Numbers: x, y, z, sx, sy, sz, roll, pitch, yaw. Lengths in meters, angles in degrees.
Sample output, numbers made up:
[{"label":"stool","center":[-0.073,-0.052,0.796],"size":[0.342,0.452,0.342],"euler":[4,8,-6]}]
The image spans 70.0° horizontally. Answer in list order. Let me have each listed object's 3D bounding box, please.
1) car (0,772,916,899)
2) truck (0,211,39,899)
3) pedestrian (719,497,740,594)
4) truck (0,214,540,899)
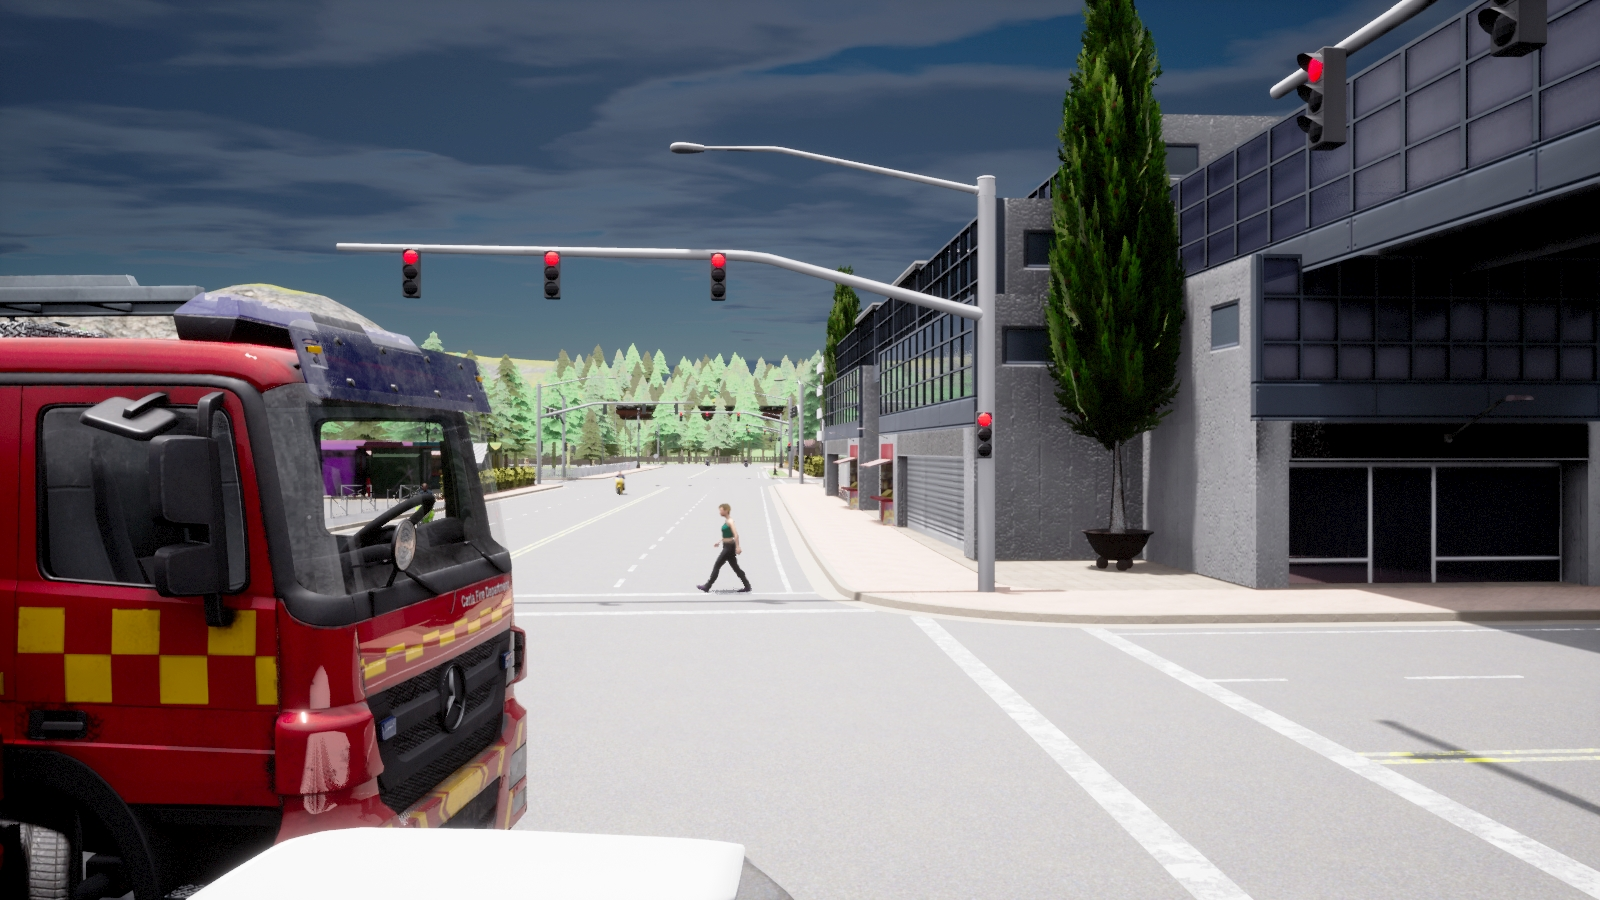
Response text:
[{"label":"car","center":[-1.549,2.065,3.579],"size":[3.806,1.475,1.970],"euler":[0,0,5]},{"label":"truck","center":[-7.587,0.890,3.490],"size":[8.468,3.827,2.891],"euler":[0,0,-3]},{"label":"pedestrian","center":[-1.371,1.848,22.217],"size":[0.375,1.860,0.375],"euler":[0,0,-8]},{"label":"truck","center":[-6.102,0.890,6.659],"size":[8.468,3.827,2.891],"euler":[0,0,4]}]
